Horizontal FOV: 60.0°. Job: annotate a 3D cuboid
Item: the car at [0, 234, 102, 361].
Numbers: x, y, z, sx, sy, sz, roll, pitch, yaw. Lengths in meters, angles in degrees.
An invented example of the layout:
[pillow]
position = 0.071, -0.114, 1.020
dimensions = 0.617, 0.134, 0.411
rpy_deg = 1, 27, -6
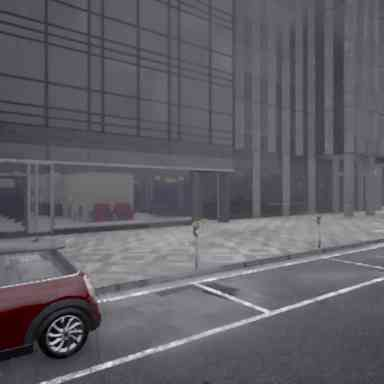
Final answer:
[car]
position = -3.419, 1.441, 4.329
dimensions = 4.097, 1.590, 1.967
rpy_deg = 0, 0, -36
